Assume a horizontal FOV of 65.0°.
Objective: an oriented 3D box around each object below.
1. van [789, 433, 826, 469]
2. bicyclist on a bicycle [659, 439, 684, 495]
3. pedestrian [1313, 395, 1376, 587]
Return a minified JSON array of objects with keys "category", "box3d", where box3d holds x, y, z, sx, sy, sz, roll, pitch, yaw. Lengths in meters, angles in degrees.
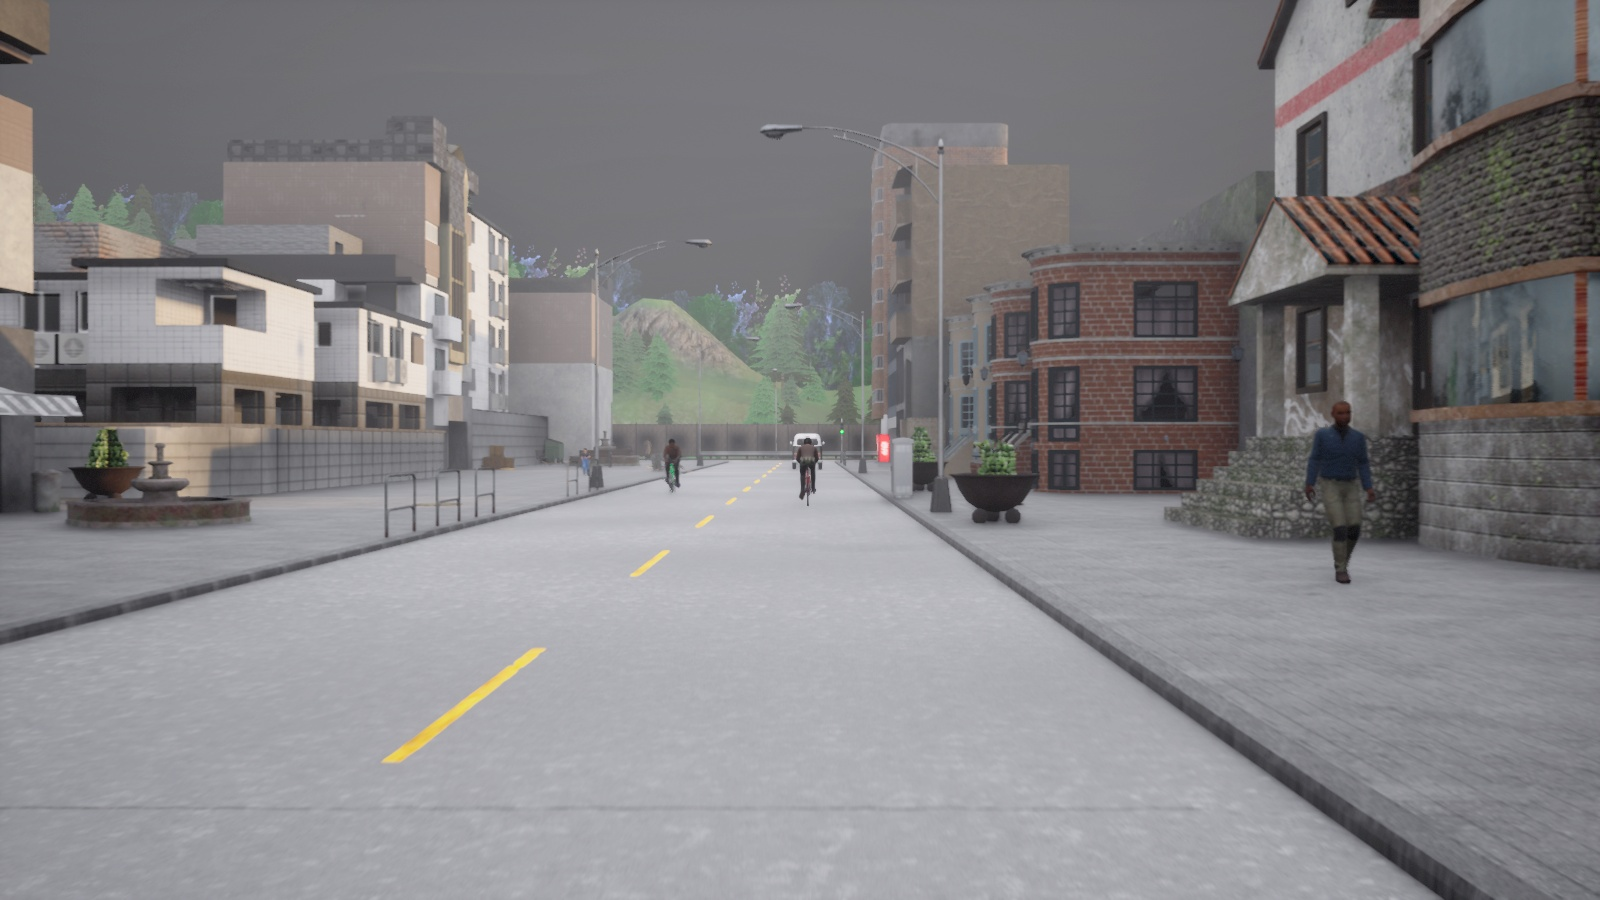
[{"category":"van","box3d":[0.429,0.059,72.996,2.069,2.038,4.480,0,0,0]},{"category":"bicyclist on a bicycle","box3d":[-3.775,0.488,36.971,0.582,1.620,1.656,0,1,0]},{"category":"pedestrian","box3d":[5.344,0.390,12.339,0.370,1.835,0.726,0,0,7]}]
